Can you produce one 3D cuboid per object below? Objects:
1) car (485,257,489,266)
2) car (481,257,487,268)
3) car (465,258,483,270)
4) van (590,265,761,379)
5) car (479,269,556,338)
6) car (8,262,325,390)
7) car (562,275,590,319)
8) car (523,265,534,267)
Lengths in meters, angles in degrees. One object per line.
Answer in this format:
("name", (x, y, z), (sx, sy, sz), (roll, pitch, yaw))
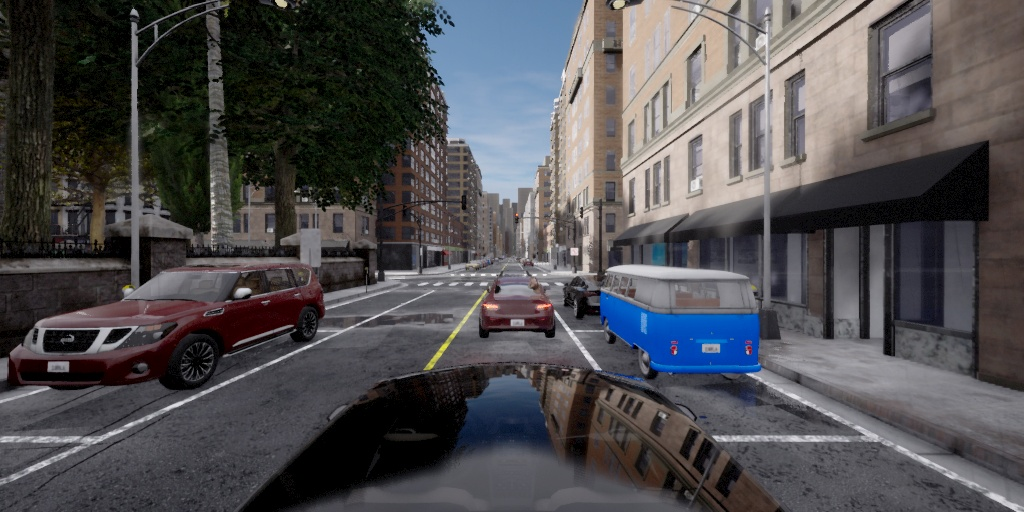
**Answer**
("car", (-5.510, 1.265, 61.579), (1.888, 1.381, 4.507), (0, 0, 0))
("car", (-5.524, 1.272, 56.128), (2.007, 1.370, 4.403), (0, 0, 0))
("car", (-5.539, 1.248, 50.508), (1.751, 1.417, 4.829), (0, 0, 0))
("van", (2.870, 1.090, 7.006), (1.690, 1.789, 3.998), (0, 0, 0))
("car", (0.127, 1.274, 10.048), (1.812, 1.442, 4.674), (0, 0, 0))
("car", (-5.654, 1.064, 6.989), (2.192, 1.841, 5.009), (0, 0, 0))
("car", (2.886, 1.313, 12.667), (1.948, 1.339, 4.313), (0, 0, 0))
("car", (0.121, 1.345, 18.870), (1.895, 1.301, 4.718), (0, 0, -1))
